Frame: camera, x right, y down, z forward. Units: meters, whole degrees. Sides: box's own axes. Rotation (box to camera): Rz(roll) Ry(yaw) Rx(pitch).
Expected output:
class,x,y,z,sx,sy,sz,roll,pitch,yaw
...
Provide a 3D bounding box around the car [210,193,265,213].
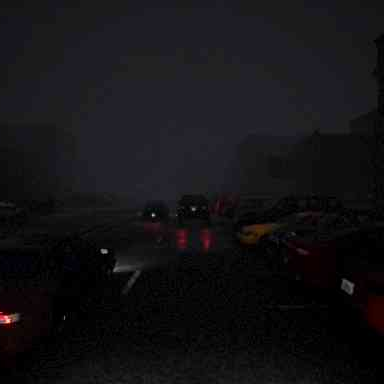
class,x,y,z,sx,sy,sz,roll,pitch,yaw
car,4.774,1.096,35.714,5.566,2.045,2.435,0,0,0

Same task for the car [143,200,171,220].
class,x,y,z,sx,sy,sz,roll,pitch,yaw
car,-2.885,1.395,27.317,1.837,1.490,4.892,0,2,0

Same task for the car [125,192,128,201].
class,x,y,z,sx,sy,sz,roll,pitch,yaw
car,-15.864,1.154,65.885,4.792,1.488,2.163,0,0,0

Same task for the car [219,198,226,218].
class,x,y,z,sx,sy,sz,roll,pitch,yaw
car,4.710,1.420,24.479,4.892,1.521,2.231,0,0,0

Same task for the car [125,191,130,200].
class,x,y,z,sx,sy,sz,roll,pitch,yaw
car,-15.906,1.121,68.641,4.892,1.521,2.231,0,0,0

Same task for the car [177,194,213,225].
class,x,y,z,sx,sy,sz,roll,pitch,yaw
car,0.110,1.163,23.845,2.150,2.045,5.566,0,0,0

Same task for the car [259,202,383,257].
class,x,y,z,sx,sy,sz,roll,pitch,yaw
car,4.740,1.341,10.703,4.553,1.767,2.185,0,0,0

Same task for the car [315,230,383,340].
class,x,y,z,sx,sy,sz,roll,pitch,yaw
car,4.739,1.504,5.145,4.792,1.488,2.163,0,0,0

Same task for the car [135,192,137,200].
class,x,y,z,sx,sy,sz,roll,pitch,yaw
car,-15.921,1.130,76.910,5.008,1.535,2.097,0,0,0

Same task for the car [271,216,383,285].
class,x,y,z,sx,sy,sz,roll,pitch,yaw
car,4.704,1.471,7.925,5.008,1.535,2.097,0,0,0

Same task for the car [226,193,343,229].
class,x,y,z,sx,sy,sz,roll,pitch,yaw
car,4.679,1.201,16.143,5.566,2.045,2.435,0,0,0

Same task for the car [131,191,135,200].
class,x,y,z,sx,sy,sz,roll,pitch,yaw
car,-15.906,1.123,74.154,5.008,1.535,2.097,0,0,0

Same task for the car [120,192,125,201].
class,x,y,z,sx,sy,sz,roll,pitch,yaw
car,-15.895,1.132,63.129,5.008,1.535,2.097,0,0,0

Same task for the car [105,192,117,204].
class,x,y,z,sx,sy,sz,roll,pitch,yaw
car,-15.844,0.925,54.857,5.566,2.045,2.435,0,1,0

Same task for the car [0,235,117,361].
class,x,y,z,sx,sy,sz,roll,pitch,yaw
car,-2.900,1.541,6.392,2.033,1.411,5.357,0,0,0

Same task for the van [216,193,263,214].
class,x,y,z,sx,sy,sz,roll,pitch,yaw
van,4.621,1.142,32.938,4.442,1.987,1.878,0,0,0

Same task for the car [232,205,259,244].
class,x,y,z,sx,sy,sz,roll,pitch,yaw
car,4.524,1.459,13.360,5.366,1.575,1.946,0,0,0

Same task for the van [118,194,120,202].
class,x,y,z,sx,sy,sz,roll,pitch,yaw
van,-15.999,0.917,60.493,4.442,1.987,1.878,0,0,0

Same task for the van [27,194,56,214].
class,x,y,z,sx,sy,sz,roll,pitch,yaw
van,-15.946,1.143,32.801,4.442,1.987,1.878,0,0,0

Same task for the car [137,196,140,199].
class,x,y,z,sx,sy,sz,roll,pitch,yaw
car,-15.950,0.889,79.667,5.566,2.045,2.435,0,0,0

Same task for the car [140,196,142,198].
class,x,y,z,sx,sy,sz,roll,pitch,yaw
car,-15.935,1.213,85.176,4.674,1.452,2.002,0,0,0

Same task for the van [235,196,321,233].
class,x,y,z,sx,sy,sz,roll,pitch,yaw
van,4.827,1.217,19.042,4.442,1.987,1.878,0,0,0

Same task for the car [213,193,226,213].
class,x,y,z,sx,sy,sz,roll,pitch,yaw
car,4.752,1.152,27.378,5.566,2.045,2.435,0,0,0

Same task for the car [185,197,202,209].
class,x,y,z,sx,sy,sz,roll,pitch,yaw
car,0.166,1.352,42.943,2.033,1.411,5.357,0,1,0

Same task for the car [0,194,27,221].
class,x,y,z,sx,sy,sz,roll,pitch,yaw
car,-15.784,1.168,24.525,5.566,2.045,2.435,0,0,0

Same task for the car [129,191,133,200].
class,x,y,z,sx,sy,sz,roll,pitch,yaw
car,-15.911,1.121,71.397,4.892,1.521,2.231,0,0,0

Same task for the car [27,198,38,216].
class,x,y,z,sx,sy,sz,roll,pitch,yaw
car,-15.789,1.434,27.284,4.792,1.488,2.163,0,0,0

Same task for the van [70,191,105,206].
class,x,y,z,sx,sy,sz,roll,pitch,yaw
van,-15.745,0.998,49.346,4.442,1.987,1.878,0,1,0

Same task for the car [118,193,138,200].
class,x,y,z,sx,sy,sz,roll,pitch,yaw
car,-15.895,1.029,82.422,4.553,1.767,2.185,0,0,0
